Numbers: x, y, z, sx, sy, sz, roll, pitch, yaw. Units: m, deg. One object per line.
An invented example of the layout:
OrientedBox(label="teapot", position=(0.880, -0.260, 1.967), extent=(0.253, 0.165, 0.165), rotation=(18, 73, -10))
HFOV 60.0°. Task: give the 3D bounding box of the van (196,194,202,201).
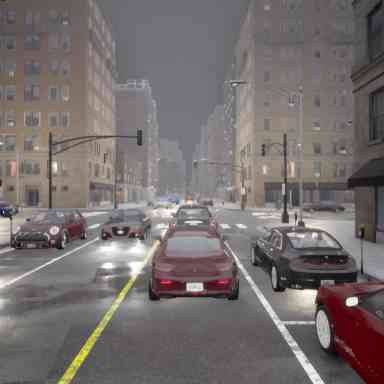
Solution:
OrientedBox(label="van", position=(1.921, 1.504, 91.171), extent=(1.690, 1.788, 3.998), rotation=(0, 0, -1))

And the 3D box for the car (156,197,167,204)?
OrientedBox(label="car", position=(-6.335, 1.666, 69.045), extent=(1.802, 1.307, 4.206), rotation=(0, 0, -1))

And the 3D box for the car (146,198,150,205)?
OrientedBox(label="car", position=(-6.131, 1.596, 52.522), extent=(2.008, 1.369, 4.403), rotation=(0, 0, -1))

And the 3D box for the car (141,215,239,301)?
OrientedBox(label="car", position=(0.012, 1.528, 8.233), extent=(1.812, 1.442, 4.674), rotation=(0, 0, -1))

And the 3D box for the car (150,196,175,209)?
OrientedBox(label="car", position=(-3.776, 1.557, 43.544), extent=(1.812, 1.442, 4.674), rotation=(0, 0, 6))

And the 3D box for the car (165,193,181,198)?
OrientedBox(label="car", position=(-3.427, 1.277, 57.431), extent=(2.150, 2.045, 5.566), rotation=(0, 0, 0))

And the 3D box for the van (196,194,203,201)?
OrientedBox(label="van", position=(1.989, 1.482, 85.665), extent=(1.690, 1.788, 3.998), rotation=(0, 0, -1))

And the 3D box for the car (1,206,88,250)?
OrientedBox(label="car", position=(-5.890, 1.445, 14.161), extent=(1.967, 1.590, 4.097), rotation=(0, 0, 0))

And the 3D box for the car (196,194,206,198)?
OrientedBox(label="car", position=(2.256, 1.595, 63.807), extent=(1.752, 1.417, 4.829), rotation=(0, 0, -1))

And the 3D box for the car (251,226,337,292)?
OrientedBox(label="car", position=(2.651, 1.553, 8.697), extent=(2.008, 1.369, 4.403), rotation=(0, 0, 0))

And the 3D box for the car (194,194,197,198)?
OrientedBox(label="car", position=(2.192, 1.399, 69.144), extent=(2.192, 1.841, 5.009), rotation=(0, 0, -1))

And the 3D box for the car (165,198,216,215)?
OrientedBox(label="car", position=(0.055, 1.358, 15.537), extent=(2.097, 1.767, 4.553), rotation=(0, 0, 0))

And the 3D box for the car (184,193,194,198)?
OrientedBox(label="car", position=(-0.606, 1.342, 79.348), extent=(2.150, 2.045, 5.566), rotation=(0, 0, -1))

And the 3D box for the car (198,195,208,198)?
OrientedBox(label="car", position=(2.393, 1.590, 52.623), extent=(1.887, 1.381, 4.507), rotation=(0, 0, -1))

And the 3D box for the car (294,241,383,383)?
OrientedBox(label="car", position=(2.667, 1.545, 3.206), extent=(1.887, 1.381, 4.507), rotation=(0, 0, 0))

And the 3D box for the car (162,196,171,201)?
OrientedBox(label="car", position=(-6.537, 1.722, 85.568), extent=(1.802, 1.307, 4.206), rotation=(0, 0, -1))

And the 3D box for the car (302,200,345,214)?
OrientedBox(label="car", position=(14.607, 1.648, 37.120), extent=(4.674, 1.442, 1.812), rotation=(0, 0, 1))

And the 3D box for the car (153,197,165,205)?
OrientedBox(label="car", position=(-6.267, 1.614, 63.538), extent=(1.887, 1.381, 4.507), rotation=(0, 0, -1))

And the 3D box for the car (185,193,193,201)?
OrientedBox(label="car", position=(-0.738, 1.384, 90.066), extent=(2.150, 2.045, 5.566), rotation=(0, 0, -1))

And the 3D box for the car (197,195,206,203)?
OrientedBox(label="car", position=(2.123, 1.541, 74.651), extent=(1.967, 1.590, 4.097), rotation=(0, 0, -1))

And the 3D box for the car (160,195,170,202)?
OrientedBox(label="car", position=(-6.469, 1.560, 80.061), extent=(1.967, 1.590, 4.097), rotation=(0, 0, -1))

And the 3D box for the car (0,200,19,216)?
OrientedBox(label="car", position=(-17.175, 1.123, 26.890), extent=(5.566, 2.045, 2.150), rotation=(0, 0, 0))

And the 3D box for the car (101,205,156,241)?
OrientedBox(label="car", position=(-3.145, 1.571, 16.604), extent=(1.994, 1.385, 4.181), rotation=(0, 0, 0))

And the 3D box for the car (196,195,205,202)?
OrientedBox(label="car", position=(2.056, 1.560, 80.157), extent=(1.967, 1.590, 4.097), rotation=(0, 0, -1))

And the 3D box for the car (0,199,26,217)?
OrientedBox(label="car", position=(-18.053, 1.416, 30.130), extent=(4.902, 1.511, 2.128), rotation=(0, 0, -1))

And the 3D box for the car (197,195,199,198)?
OrientedBox(label="car", position=(2.326, 1.623, 58.130), extent=(1.947, 1.339, 4.313), rotation=(0, 0, -1))
